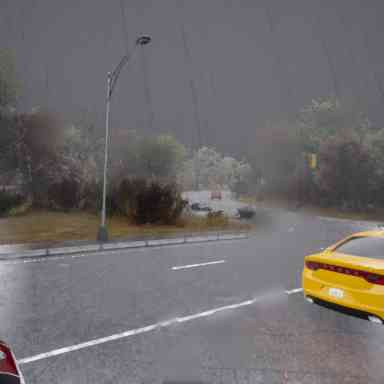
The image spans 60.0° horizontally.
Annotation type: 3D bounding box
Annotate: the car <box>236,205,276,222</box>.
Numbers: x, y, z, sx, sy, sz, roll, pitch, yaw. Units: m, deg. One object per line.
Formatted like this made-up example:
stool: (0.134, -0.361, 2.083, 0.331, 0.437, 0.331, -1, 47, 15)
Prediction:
car: (6.112, 2.064, 32.303, 1.837, 1.490, 4.892, 3, -1, -24)

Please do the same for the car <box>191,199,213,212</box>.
car: (1.296, 1.970, 44.638, 1.994, 1.385, 4.181, 2, 0, -17)

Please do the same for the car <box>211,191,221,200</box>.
car: (5.740, 0.746, 79.003, 2.150, 2.045, 5.566, 2, 2, -1)

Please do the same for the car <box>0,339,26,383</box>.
car: (-3.190, 1.353, 1.475, 4.553, 1.767, 2.097, 0, 0, -35)

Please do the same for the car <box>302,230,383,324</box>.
car: (4.400, 1.543, 6.895, 5.008, 1.535, 1.882, 1, -1, -35)
